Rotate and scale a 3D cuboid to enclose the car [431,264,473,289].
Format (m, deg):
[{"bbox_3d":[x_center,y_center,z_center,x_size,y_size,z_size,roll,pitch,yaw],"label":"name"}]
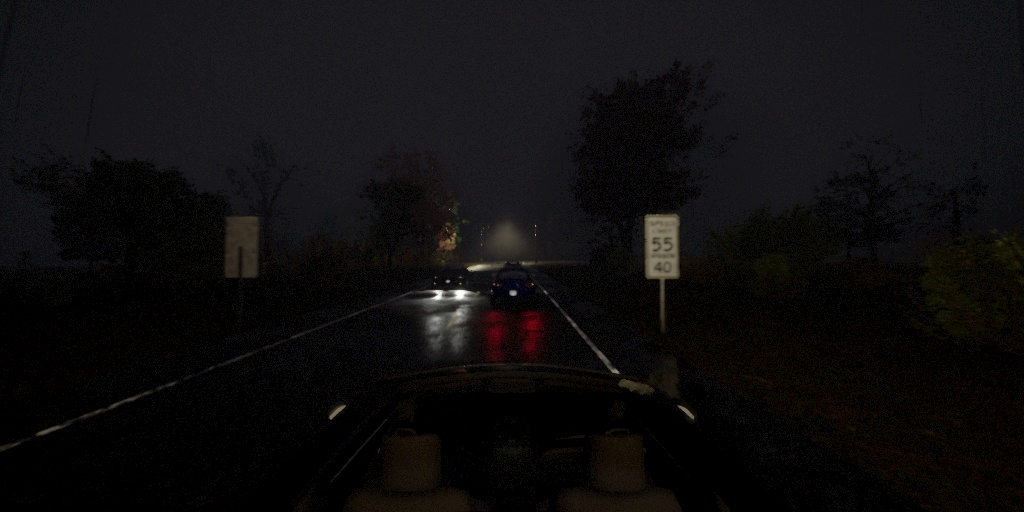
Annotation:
[{"bbox_3d":[-3.527,1.193,21.746,1.994,1.385,4.181,0,0,1],"label":"car"}]

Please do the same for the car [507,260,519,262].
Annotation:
[{"bbox_3d":[0.103,1.127,36.091,1.994,1.385,4.181,0,0,0],"label":"car"}]

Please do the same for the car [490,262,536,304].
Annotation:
[{"bbox_3d":[0.064,1.187,15.636,1.812,1.442,4.674,0,0,1],"label":"car"}]
